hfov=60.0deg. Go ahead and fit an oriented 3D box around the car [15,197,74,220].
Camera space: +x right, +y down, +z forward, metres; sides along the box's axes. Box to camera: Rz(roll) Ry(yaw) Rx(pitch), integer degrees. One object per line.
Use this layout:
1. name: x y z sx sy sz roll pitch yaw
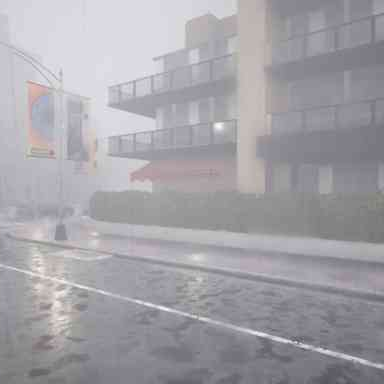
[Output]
1. car: -12.457 1.491 28.521 2.128 1.511 4.902 0 0 35
